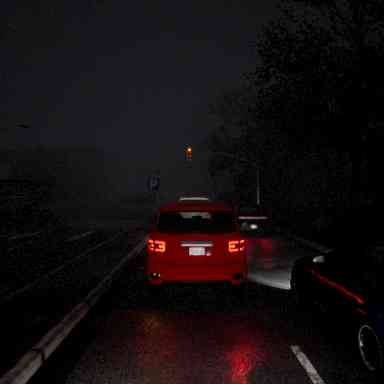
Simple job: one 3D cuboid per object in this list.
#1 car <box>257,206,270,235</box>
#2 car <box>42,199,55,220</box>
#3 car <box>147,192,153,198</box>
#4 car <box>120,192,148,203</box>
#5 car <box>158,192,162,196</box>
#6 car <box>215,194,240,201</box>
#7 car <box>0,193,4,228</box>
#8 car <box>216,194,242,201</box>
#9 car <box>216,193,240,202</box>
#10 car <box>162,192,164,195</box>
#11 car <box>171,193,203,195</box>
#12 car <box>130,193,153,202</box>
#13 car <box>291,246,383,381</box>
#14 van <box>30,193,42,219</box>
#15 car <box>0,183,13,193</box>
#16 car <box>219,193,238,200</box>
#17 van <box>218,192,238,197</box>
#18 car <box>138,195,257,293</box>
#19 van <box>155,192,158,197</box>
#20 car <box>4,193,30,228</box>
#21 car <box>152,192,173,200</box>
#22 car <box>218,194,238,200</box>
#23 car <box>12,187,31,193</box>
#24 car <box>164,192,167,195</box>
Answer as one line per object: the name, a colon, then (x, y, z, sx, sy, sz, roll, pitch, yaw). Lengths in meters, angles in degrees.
car: (3.120, 1.515, 19.041, 2.128, 1.511, 4.902, 0, 0, 0)
car: (-13.675, 1.405, 27.200, 4.553, 1.767, 2.185, -1, 0, -19)
car: (-10.919, 1.316, 68.003, 5.366, 1.575, 1.946, -1, 0, -15)
car: (-11.558, 1.359, 65.010, 4.792, 1.488, 2.163, -1, 0, -15)
car: (-10.148, 1.323, 76.968, 4.892, 1.521, 2.231, -1, 0, -14)
car: (8.051, 1.259, 76.454, 5.366, 1.575, 1.946, 1, 0, -13)
car: (-13.823, 1.264, 18.149, 5.566, 2.045, 2.435, -1, 0, -20)
car: (8.074, 1.265, 73.602, 5.366, 1.575, 1.946, 1, 0, -13)
car: (7.543, 1.143, 70.608, 4.553, 1.767, 2.185, 1, 0, -14)
car: (-9.780, 1.360, 79.964, 4.674, 1.452, 2.002, -1, 0, -13)
car: (0.120, 1.247, 19.402, 2.150, 2.045, 5.566, 0, 0, 0)
car: (-10.830, 1.197, 70.955, 4.553, 1.767, 2.185, -1, 0, -14)
car: (3.093, 1.568, 5.457, 1.994, 1.385, 4.181, 0, 0, 0)
van: (-13.645, 1.298, 24.222, 4.442, 1.987, 1.878, -1, 0, -20)
car: (-31.257, -0.424, 55.904, 2.435, 2.045, 5.566, 6, -3, -19)
car: (9.308, 1.130, 85.311, 4.553, 1.767, 2.185, 1, 0, -12)
van: (7.165, 1.044, 67.638, 4.442, 1.987, 1.878, 1, 0, -14)
car: (0.088, 1.230, 9.044, 2.150, 2.045, 5.566, 0, 0, 0)
van: (-10.370, 1.094, 73.996, 4.442, 1.987, 1.878, -1, 0, -14)
car: (-13.755, 1.269, 21.186, 5.566, 2.045, 2.435, -1, 0, -20)
car: (-8.164, 1.066, 91.956, 5.566, 2.045, 2.435, -1, 0, -12)
car: (8.947, 1.299, 82.380, 4.674, 1.452, 2.002, 1, 0, -12)
car: (-28.263, 0.138, 55.849, 2.002, 1.452, 4.674, 6, -3, -19)
car: (-9.414, 1.360, 82.966, 4.674, 1.452, 2.002, -1, 0, -13)
